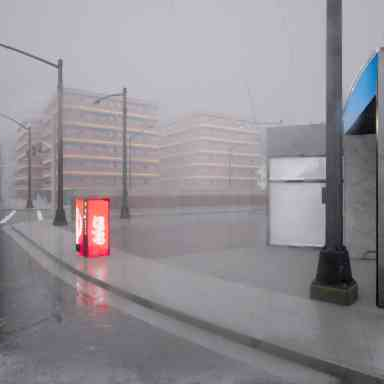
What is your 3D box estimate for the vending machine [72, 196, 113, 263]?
[{"bbox_3d":[-3.349,1.195,11.238,1.100,2.100,0.880,0,0,-36],"label":"vending machine"}]
